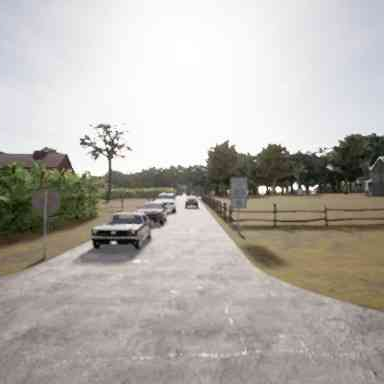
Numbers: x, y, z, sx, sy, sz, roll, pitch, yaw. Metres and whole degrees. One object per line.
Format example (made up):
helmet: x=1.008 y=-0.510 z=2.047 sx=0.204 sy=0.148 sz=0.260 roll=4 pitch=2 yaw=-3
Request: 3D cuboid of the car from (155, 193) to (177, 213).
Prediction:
car: x=-2.857 y=1.162 z=36.697 sx=2.150 sy=2.045 sz=5.566 roll=0 pitch=0 yaw=0

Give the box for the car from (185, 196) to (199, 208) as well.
car: x=-0.033 y=1.443 z=46.521 sx=1.837 sy=1.490 sz=4.892 roll=0 pitch=0 yaw=0

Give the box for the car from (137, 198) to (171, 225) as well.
car: x=-2.862 y=1.441 z=24.302 sx=1.882 sy=1.535 sz=5.008 roll=0 pitch=0 yaw=0

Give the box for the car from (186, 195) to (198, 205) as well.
car: x=-0.041 y=1.397 z=56.948 sx=1.882 sy=1.535 sz=5.008 roll=0 pitch=0 yaw=0

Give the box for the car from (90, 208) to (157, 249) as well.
car: x=-2.888 y=1.584 z=14.618 sx=1.895 sy=1.301 sz=4.718 roll=0 pitch=0 yaw=1
